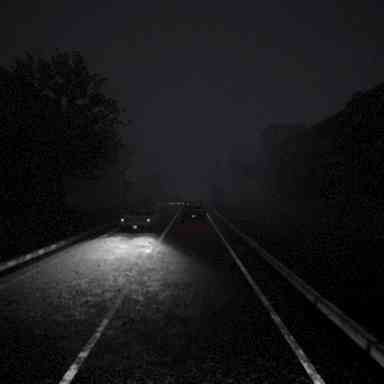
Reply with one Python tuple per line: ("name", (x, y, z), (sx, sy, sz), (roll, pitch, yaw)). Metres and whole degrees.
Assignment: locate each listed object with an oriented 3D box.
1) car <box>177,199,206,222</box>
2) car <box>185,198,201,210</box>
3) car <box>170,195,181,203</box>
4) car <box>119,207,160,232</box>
("car", (0.104, 1.500, 25.989), (2.128, 1.511, 4.902), (0, 0, 0))
("car", (0.102, 1.529, 43.029), (1.895, 1.301, 4.718), (0, 0, 0))
("car", (-3.018, 1.296, 61.950), (2.033, 1.411, 5.357), (0, 1, 1))
("car", (-3.099, 1.619, 20.376), (1.895, 1.301, 4.718), (0, 0, 0))
